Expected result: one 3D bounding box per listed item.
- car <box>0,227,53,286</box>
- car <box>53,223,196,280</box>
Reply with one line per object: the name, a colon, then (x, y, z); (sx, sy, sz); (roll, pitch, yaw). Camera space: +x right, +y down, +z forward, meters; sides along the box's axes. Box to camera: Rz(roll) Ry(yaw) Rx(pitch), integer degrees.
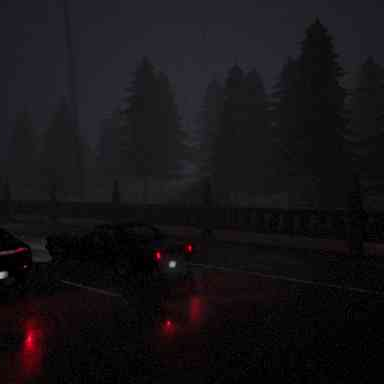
car: (-5.835, 1.461, 8.103); (4.902, 1.511, 2.128); (0, 0, 35)
car: (-2.305, 1.574, 9.895); (4.718, 1.301, 1.895); (0, 0, 35)
